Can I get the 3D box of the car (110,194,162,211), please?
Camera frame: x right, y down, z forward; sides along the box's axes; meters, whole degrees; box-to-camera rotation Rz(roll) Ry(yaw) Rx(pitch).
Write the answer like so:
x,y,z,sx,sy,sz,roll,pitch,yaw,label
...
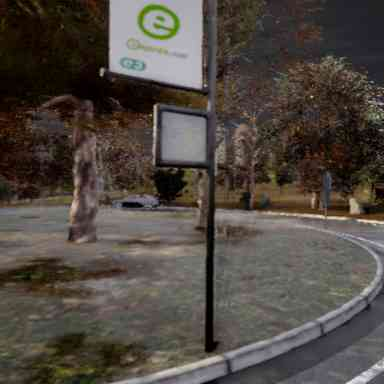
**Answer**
x,y,z,sx,sy,sz,roll,pitch,yaw,label
-5.280,0.953,31.701,4.902,1.511,2.128,1,0,6,car
